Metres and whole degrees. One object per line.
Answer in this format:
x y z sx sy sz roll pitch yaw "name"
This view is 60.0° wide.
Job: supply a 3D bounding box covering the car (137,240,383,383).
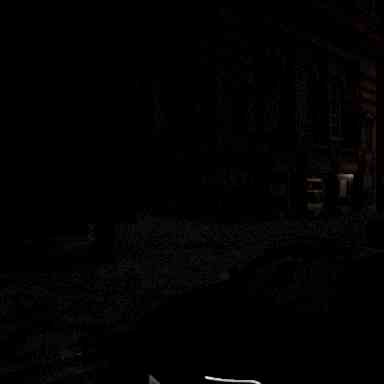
1.706 1.484 4.473 5.008 1.535 1.882 0 0 -35 "car"
